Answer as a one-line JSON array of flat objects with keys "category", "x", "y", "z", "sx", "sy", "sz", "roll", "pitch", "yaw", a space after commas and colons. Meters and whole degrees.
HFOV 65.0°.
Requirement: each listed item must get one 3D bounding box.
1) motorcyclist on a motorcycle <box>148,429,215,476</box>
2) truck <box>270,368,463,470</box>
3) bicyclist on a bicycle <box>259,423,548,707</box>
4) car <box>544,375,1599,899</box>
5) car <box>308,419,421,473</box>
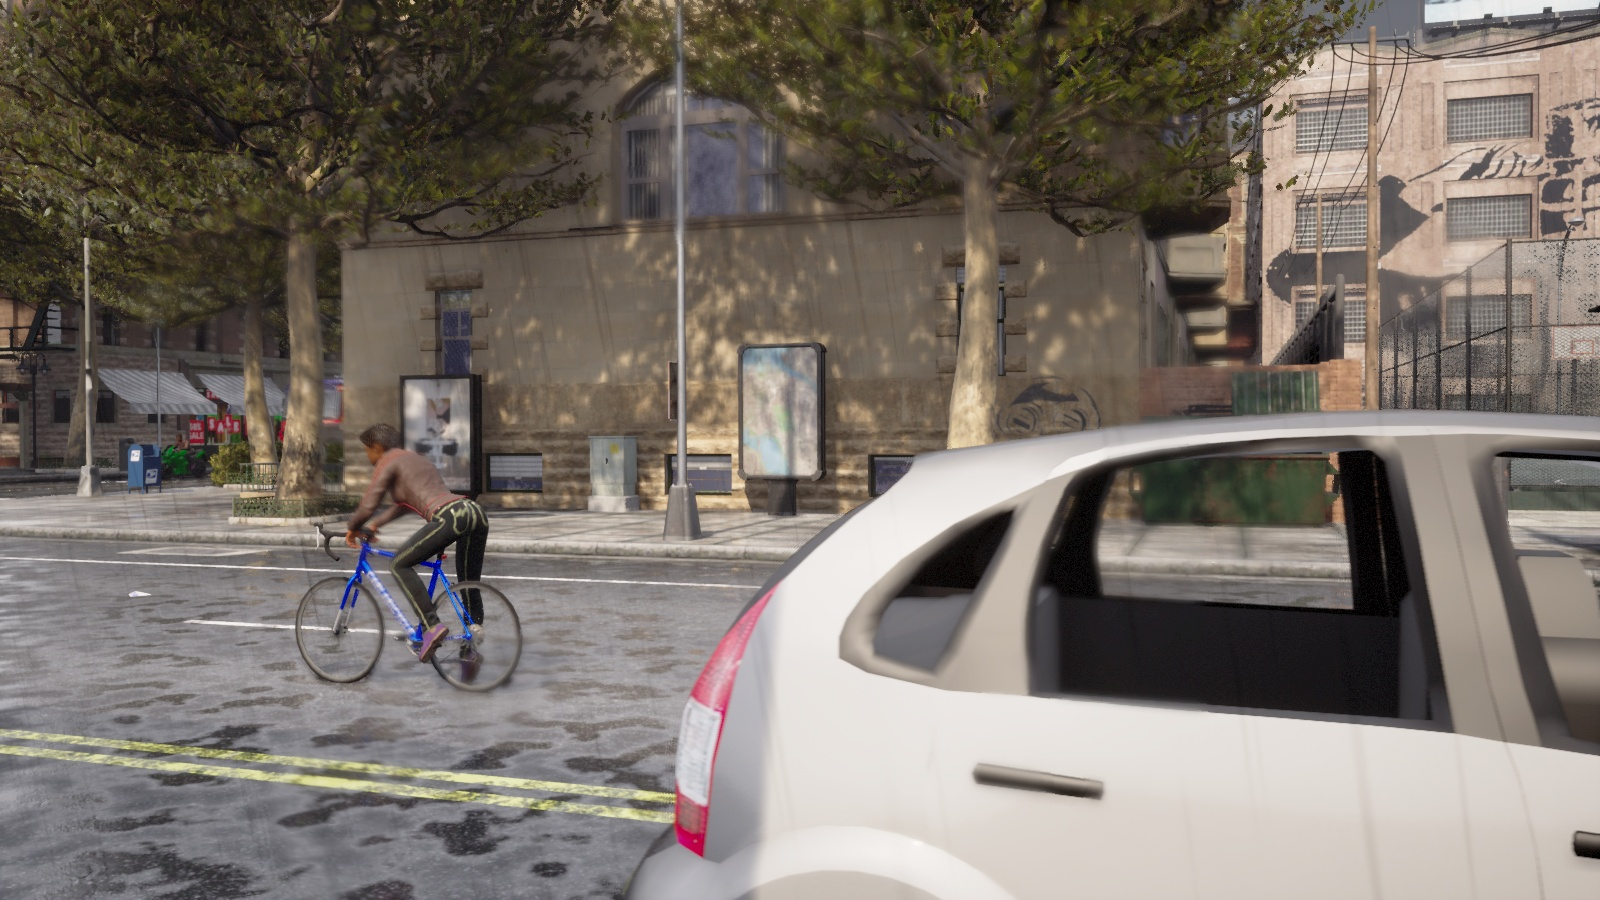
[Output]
[{"category": "motorcyclist on a motorcycle", "x": -20.733, "y": 0.056, "z": 42.158, "sx": 0.797, "sy": 1.523, "sz": 2.044, "roll": 1, "pitch": 1, "yaw": 19}, {"category": "truck", "x": -17.521, "y": -1.230, "z": 51.577, "sx": 2.891, "sy": 3.827, "sz": 8.468, "roll": 1, "pitch": 1, "yaw": 19}, {"category": "bicyclist on a bicycle", "x": -2.426, "y": 0.647, "z": 7.694, "sx": 1.656, "sy": 1.620, "sz": 0.582, "roll": 0, "pitch": 1, "yaw": 19}, {"category": "car", "x": 1.700, "y": 0.689, "z": 2.621, "sx": 3.988, "sy": 1.617, "sz": 1.851, "roll": 1, "pitch": 1, "yaw": 19}, {"category": "car", "x": -15.803, "y": -0.170, "z": 45.782, "sx": 1.905, "sy": 1.878, "sz": 3.866, "roll": 1, "pitch": 1, "yaw": 19}]
